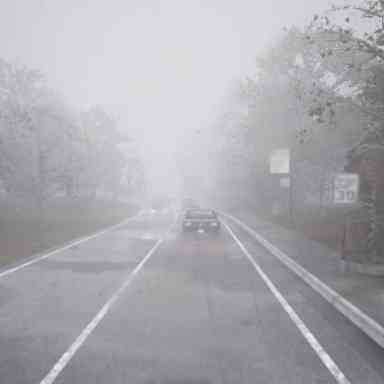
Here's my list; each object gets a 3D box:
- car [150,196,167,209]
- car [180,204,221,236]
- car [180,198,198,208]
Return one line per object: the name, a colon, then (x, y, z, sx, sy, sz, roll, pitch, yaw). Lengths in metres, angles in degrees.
car: (-4.359, 1.370, 43.105, 1.837, 1.490, 4.892, -1, 1, -8)
car: (0.475, 1.564, 18.104, 1.895, 1.301, 4.718, 0, 0, 1)
car: (-0.364, 1.408, 39.665, 2.033, 1.411, 5.357, 0, 1, -7)
